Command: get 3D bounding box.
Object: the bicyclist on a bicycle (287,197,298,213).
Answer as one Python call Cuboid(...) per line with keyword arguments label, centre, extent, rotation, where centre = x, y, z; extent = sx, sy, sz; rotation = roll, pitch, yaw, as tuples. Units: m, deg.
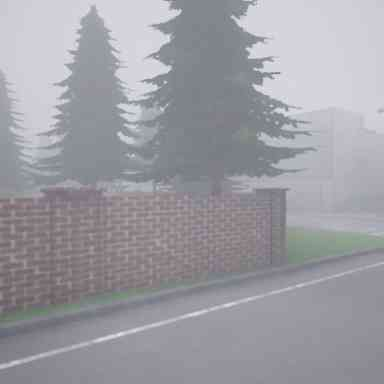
Cuboid(label="bicyclist on a bicycle", centre=(10.169, 1.292, 33.614), extent=(1.656, 1.620, 0.582), rotation=(-1, 0, -35))
